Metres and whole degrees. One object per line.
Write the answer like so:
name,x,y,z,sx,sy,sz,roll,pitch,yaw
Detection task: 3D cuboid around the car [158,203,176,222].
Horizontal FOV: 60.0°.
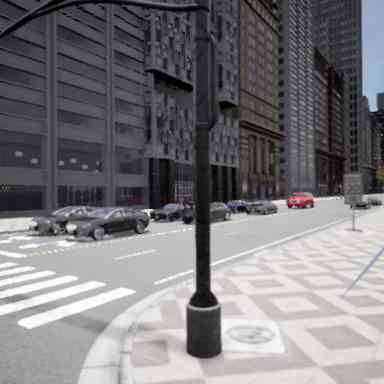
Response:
car,-1.212,1.594,27.504,2.033,1.411,5.357,-1,0,36

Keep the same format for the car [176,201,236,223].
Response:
car,1.185,1.523,25.271,1.837,1.490,4.892,-1,0,36

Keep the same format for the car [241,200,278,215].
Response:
car,7.000,1.519,33.310,1.994,1.385,4.181,-1,0,36

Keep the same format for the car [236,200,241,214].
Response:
car,4.650,1.584,35.615,1.895,1.301,4.718,-1,0,36

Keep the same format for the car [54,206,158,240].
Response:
car,-4.348,1.568,17.624,2.128,1.511,4.902,-1,0,34

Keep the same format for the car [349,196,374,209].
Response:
car,20.638,1.397,40.781,1.895,1.301,4.718,-1,0,36

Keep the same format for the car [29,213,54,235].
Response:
car,-6.960,1.599,19.524,2.128,1.511,4.902,-1,0,37

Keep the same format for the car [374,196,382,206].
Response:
car,26.598,1.289,49.044,1.994,1.385,4.181,-1,0,36

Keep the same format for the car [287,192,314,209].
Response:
car,14.118,1.089,43.089,2.150,2.045,5.566,-1,1,36
